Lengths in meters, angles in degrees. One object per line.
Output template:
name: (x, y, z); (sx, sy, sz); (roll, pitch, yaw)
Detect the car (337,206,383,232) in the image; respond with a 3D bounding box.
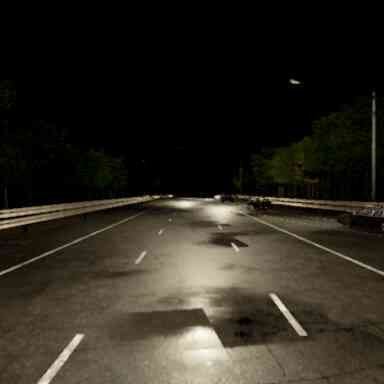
car: (10.973, 1.544, 19.426); (2.033, 1.411, 5.357); (0, 0, -15)

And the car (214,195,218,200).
car: (7.124, 1.482, 91.786); (1.812, 1.442, 4.674); (0, 0, 0)

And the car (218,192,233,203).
car: (7.037, 1.101, 67.722); (2.150, 2.045, 5.566); (0, 0, 0)

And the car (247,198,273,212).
car: (7.597, 1.441, 37.341); (2.128, 1.511, 4.902); (0, 0, -6)
